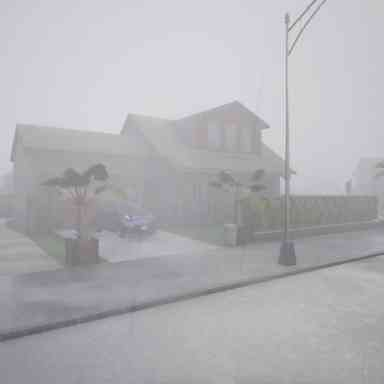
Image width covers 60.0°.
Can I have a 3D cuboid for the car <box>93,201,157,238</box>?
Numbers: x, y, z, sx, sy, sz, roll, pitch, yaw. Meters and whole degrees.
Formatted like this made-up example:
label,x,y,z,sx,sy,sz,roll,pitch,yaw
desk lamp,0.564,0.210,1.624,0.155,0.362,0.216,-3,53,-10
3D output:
label,x,y,z,sx,sy,sz,roll,pitch,yaw
car,-3.094,1.174,15.242,1.845,1.501,3.633,0,0,-38
